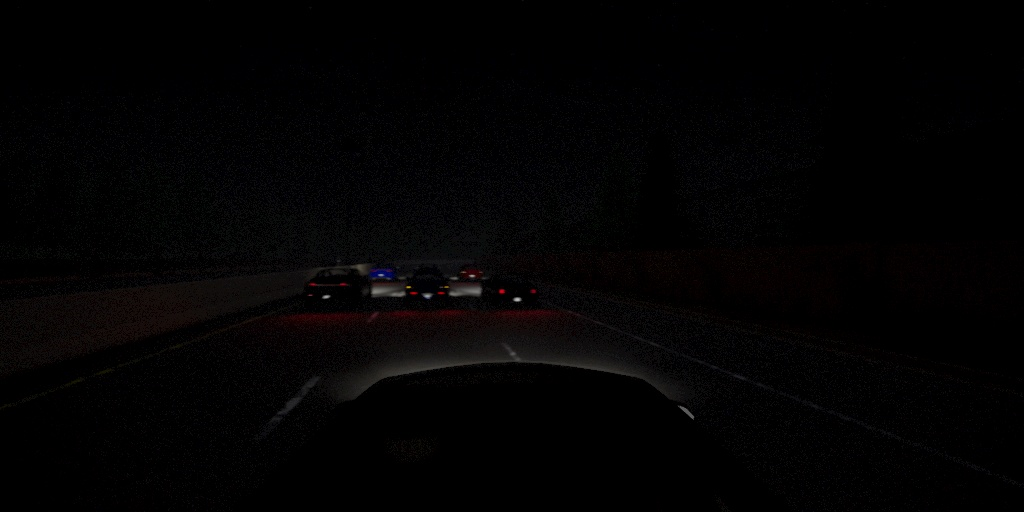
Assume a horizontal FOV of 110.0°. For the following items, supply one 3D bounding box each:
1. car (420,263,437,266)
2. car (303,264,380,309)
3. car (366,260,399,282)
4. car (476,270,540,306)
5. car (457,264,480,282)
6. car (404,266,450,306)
[{"bbox_3d":[-7.132,1.372,30.529,2.128,1.511,4.902,1,0,-13],"label":"car"},{"bbox_3d":[-7.139,1.254,15.124,2.128,1.511,4.902,1,0,-13],"label":"car"},{"bbox_3d":[-10.577,1.309,29.901,1.882,1.535,5.008,1,0,-13],"label":"car"},{"bbox_3d":[-0.282,1.461,16.526,1.895,1.301,4.718,1,0,-13],"label":"car"},{"bbox_3d":[-3.744,1.456,31.414,1.812,1.442,4.674,1,0,-13],"label":"car"},{"bbox_3d":[-3.752,1.337,16.017,1.812,1.442,4.674,1,0,-13],"label":"car"}]
